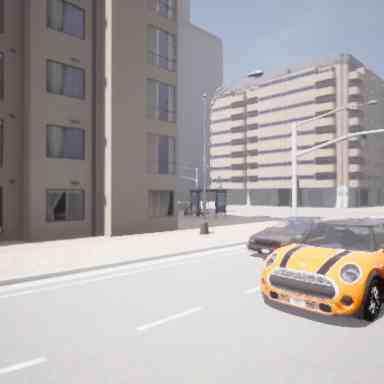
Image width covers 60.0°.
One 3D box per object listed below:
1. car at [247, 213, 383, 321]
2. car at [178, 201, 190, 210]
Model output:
[{"bbox_3d":[3.556,1.420,7.613,4.553,1.767,2.097,1,-1,-43],"label":"car"},{"bbox_3d":[-0.401,2.041,50.200,1.994,1.385,4.181,1,-1,-45],"label":"car"}]
